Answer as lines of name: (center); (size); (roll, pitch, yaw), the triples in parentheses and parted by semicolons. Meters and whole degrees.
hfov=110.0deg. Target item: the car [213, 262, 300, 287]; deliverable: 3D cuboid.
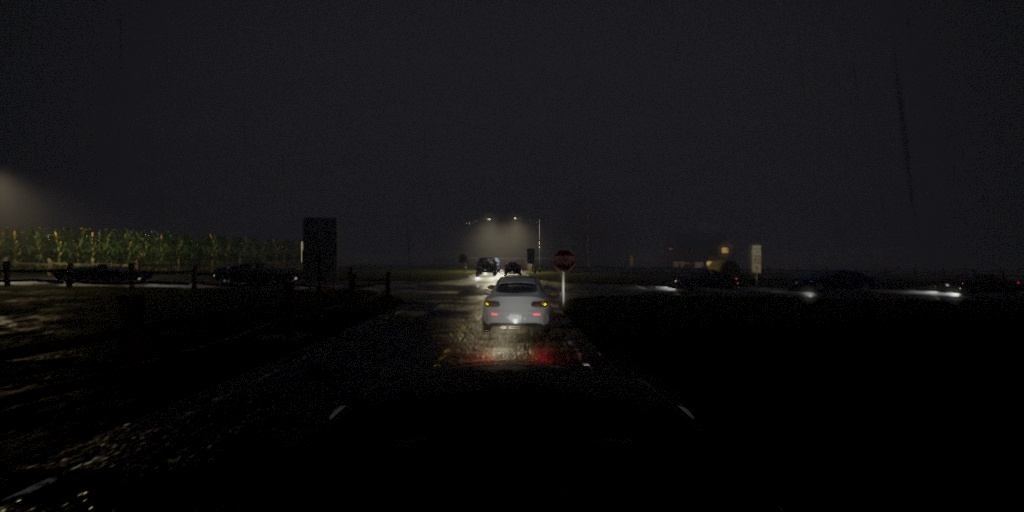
car: (-16.374, 1.165, 23.110); (4.902, 1.511, 2.128); (1, 0, 0)

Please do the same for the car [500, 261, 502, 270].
car: (-2.833, 1.248, 51.374); (2.150, 2.045, 5.566); (0, 0, 0)

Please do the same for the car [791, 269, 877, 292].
car: (22.646, 1.679, 25.340); (5.008, 1.535, 1.882); (1, 0, 1)

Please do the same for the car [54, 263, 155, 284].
car: (-26.315, 1.135, 23.254); (4.718, 1.301, 1.895); (1, 0, 1)

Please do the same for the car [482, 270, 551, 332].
car: (0.207, 1.327, 10.980); (1.812, 1.442, 4.674); (0, 0, 3)

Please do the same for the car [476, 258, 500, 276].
car: (-2.839, 1.189, 40.866); (2.150, 2.045, 5.566); (0, 0, 0)

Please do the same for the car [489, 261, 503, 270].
car: (-2.807, 1.583, 62.895); (2.128, 1.511, 4.902); (0, 0, 0)

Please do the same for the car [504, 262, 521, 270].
car: (0.064, 1.479, 42.066); (1.837, 1.490, 4.892); (0, 0, 1)

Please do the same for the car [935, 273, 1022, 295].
car: (32.606, 1.915, 25.160); (4.181, 1.385, 1.994); (1, 0, 1)

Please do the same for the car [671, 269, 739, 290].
car: (13.656, 1.635, 25.493); (4.181, 1.385, 1.994); (1, 0, 1)
